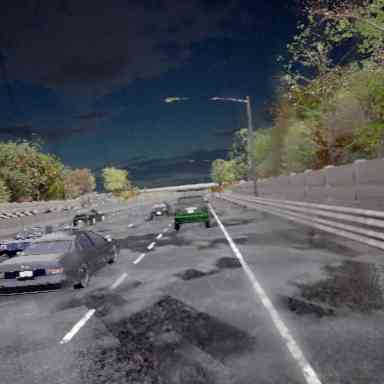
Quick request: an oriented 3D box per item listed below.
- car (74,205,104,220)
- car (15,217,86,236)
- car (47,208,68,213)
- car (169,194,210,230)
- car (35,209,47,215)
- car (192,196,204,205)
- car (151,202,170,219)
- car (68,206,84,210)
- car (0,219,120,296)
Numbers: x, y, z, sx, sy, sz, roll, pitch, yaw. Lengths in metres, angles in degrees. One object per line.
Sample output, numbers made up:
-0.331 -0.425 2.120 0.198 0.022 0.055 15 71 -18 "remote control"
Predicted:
-10.040 2.415 32.481 1.837 1.490 4.892 -5 0 2 "car"
-6.985 2.234 15.852 1.895 1.301 4.718 -5 0 2 "car"
-26.633 3.972 67.588 2.128 1.511 4.902 -5 0 2 "car"
0.012 1.208 21.872 2.150 2.045 5.566 -5 0 2 "car"
-30.122 4.245 67.681 1.882 1.535 5.008 -5 0 2 "car"
1.079 1.505 60.501 1.895 1.301 4.718 -5 0 2 "car"
-3.039 1.792 33.502 1.812 1.442 4.674 -5 0 2 "car"
-23.128 3.640 68.327 1.812 1.442 4.674 -5 0 2 "car"
-3.661 1.877 9.974 2.033 1.411 5.357 -5 0 1 "car"
